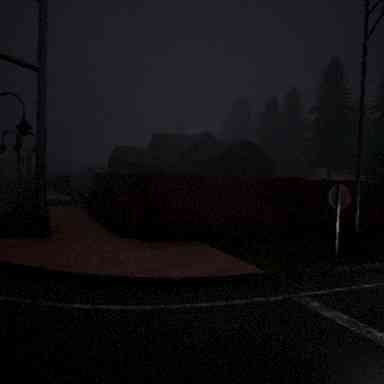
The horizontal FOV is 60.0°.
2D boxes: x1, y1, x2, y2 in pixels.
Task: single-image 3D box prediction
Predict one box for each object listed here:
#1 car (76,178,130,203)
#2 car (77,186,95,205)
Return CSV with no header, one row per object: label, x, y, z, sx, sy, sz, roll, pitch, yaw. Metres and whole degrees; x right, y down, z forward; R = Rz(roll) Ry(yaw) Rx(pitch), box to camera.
car,-7.172,-0.140,26.728,3.866,1.878,1.905,1,2,-24
car,-5.791,-0.014,24.596,4.605,1.855,1.932,1,2,-24
